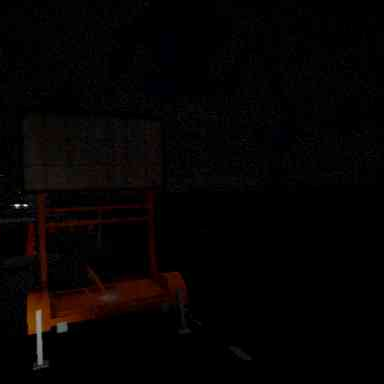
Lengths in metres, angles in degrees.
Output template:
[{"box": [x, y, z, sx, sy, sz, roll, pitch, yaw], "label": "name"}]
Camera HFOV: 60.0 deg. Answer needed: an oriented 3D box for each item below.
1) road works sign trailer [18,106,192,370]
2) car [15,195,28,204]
[{"box": [-1.654, 0.387, 5.862, 2.380, 3.560, 2.880, -2, 1, -26], "label": "road works sign trailer"}, {"box": [-28.496, 1.286, 55.705, 2.033, 1.411, 5.357, -2, 1, -26], "label": "car"}]
